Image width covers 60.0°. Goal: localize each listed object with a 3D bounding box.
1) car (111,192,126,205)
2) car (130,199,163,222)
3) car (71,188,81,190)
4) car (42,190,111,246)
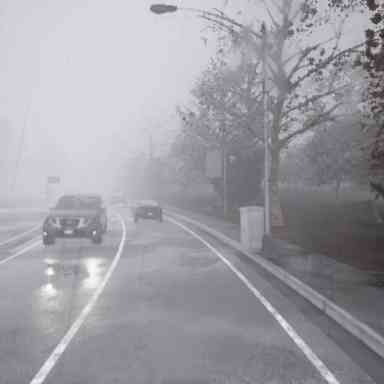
[{"bbox_3d":[-9.254,0.726,40.822,1.812,1.442,4.674,1,2,-22],"label":"car"},{"bbox_3d":[-3.321,1.234,23.916,1.882,1.535,5.008,1,1,-15],"label":"car"},{"bbox_3d":[-19.212,0.084,55.123,1.895,1.301,4.718,1,2,-22],"label":"car"},{"bbox_3d":[-5.115,1.101,15.252,2.150,2.045,5.566,1,1,-10],"label":"car"}]
